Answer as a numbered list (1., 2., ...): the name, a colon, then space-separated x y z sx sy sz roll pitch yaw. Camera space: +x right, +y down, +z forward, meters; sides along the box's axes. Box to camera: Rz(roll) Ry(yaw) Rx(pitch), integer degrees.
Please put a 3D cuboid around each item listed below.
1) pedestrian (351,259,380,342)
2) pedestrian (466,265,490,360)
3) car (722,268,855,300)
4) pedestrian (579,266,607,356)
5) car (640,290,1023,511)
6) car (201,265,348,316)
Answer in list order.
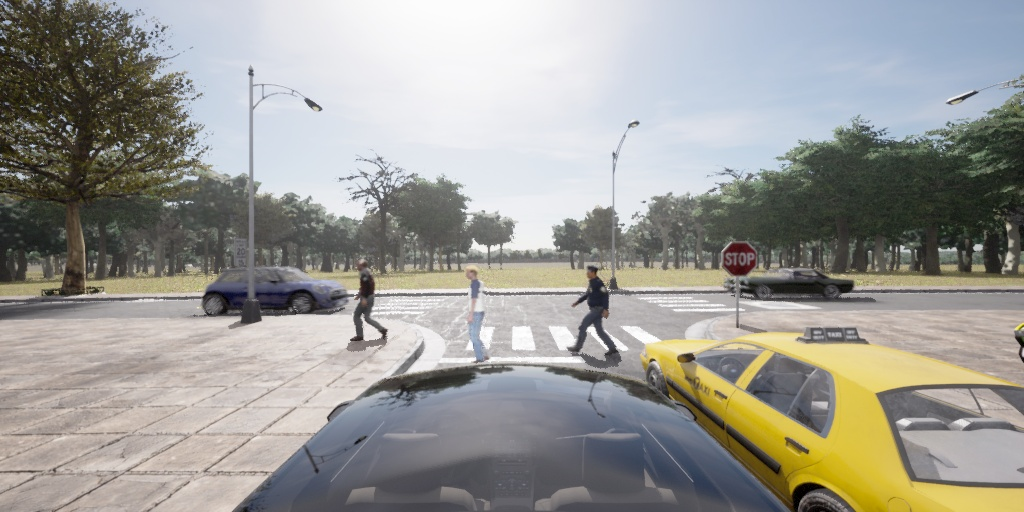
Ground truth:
1. pedestrian: -3.146 0.891 7.692 0.375 1.860 0.375 0 0 0
2. pedestrian: -0.646 1.044 6.489 0.375 1.860 0.375 0 0 0
3. car: 12.208 1.222 16.088 4.718 1.301 1.895 0 0 0
4. pedestrian: 1.597 1.043 7.086 0.375 1.860 0.375 0 0 0
5. car: 2.637 1.275 3.225 1.751 1.417 4.829 0 0 0
6. car: -8.574 1.184 13.258 4.553 1.767 2.097 -1 0 0
